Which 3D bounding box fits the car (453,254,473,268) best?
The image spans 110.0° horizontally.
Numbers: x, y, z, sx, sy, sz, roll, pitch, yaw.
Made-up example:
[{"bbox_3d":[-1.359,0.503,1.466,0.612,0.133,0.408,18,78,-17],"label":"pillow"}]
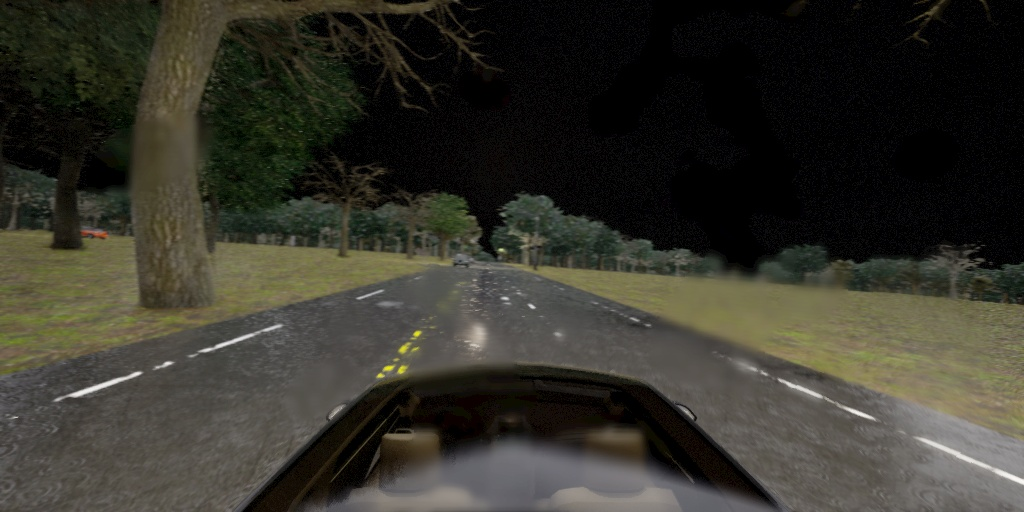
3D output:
[{"bbox_3d":[-7.361,0.702,52.300,2.150,2.045,5.566,4,-1,-5],"label":"car"}]
